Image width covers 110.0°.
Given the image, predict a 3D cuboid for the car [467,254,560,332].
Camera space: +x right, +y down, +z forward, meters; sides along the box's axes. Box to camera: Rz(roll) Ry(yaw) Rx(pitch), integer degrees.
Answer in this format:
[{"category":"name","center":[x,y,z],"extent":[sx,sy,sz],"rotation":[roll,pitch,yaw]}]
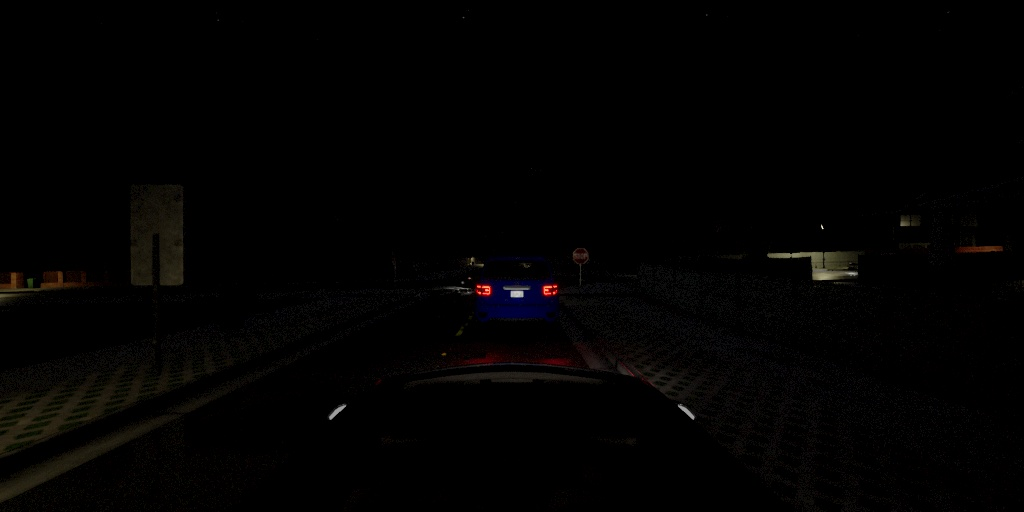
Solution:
[{"category":"car","center":[0.122,0.966,10.937],"extent":[2.150,2.045,5.566],"rotation":[0,0,0]}]

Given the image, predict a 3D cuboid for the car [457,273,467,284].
[{"category":"car","center":[-1.050,1.254,24.509],"extent":[5.357,1.411,2.033],"rotation":[-2,0,-37]}]

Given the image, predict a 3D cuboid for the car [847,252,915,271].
[{"category":"car","center":[28.339,0.436,26.687],"extent":[5.357,1.411,2.033],"rotation":[-2,0,0]}]

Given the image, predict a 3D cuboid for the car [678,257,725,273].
[{"category":"car","center":[13.769,0.813,26.625],"extent":[4.674,1.442,1.812],"rotation":[-2,0,0]}]
